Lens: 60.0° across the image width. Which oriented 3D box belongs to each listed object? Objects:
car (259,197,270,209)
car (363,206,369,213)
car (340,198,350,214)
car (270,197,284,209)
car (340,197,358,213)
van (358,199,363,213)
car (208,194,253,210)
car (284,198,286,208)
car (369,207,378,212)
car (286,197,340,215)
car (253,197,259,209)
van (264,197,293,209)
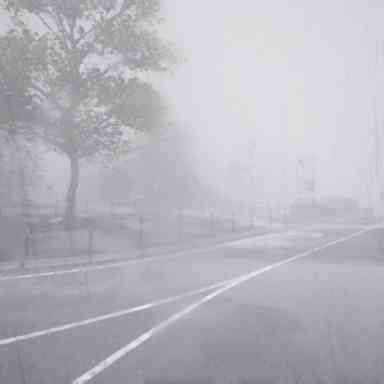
[{"bbox_3d":[8.217,1.494,49.716,5.566,2.045,2.435,1,-1,38],"label":"car"},{"bbox_3d":[22.502,2.053,48.111,4.553,1.767,2.185,1,-2,38],"label":"car"},{"bbox_3d":[15.013,1.750,38.552,5.008,1.535,2.097,1,-1,38],"label":"car"},{"bbox_3d":[11.582,1.952,54.328,5.366,1.575,1.946,1,-2,38],"label":"car"},{"bbox_3d":[16.798,1.587,40.868,5.566,2.045,2.435,1,-1,38],"label":"car"},{"bbox_3d":[20.558,1.833,45.784,4.442,1.987,1.878,1,-2,38],"label":"van"},{"bbox_3d":[4.853,1.326,45.416,5.566,2.045,2.435,1,-1,38],"label":"car"},{"bbox_3d":[13.230,2.060,56.414,5.366,1.575,1.946,1,-2,38],"label":"car"},{"bbox_3d":[24.473,2.303,50.262,5.366,1.575,1.946,1,-2,38],"label":"car"},{"bbox_3d":[13.126,1.533,36.181,4.553,1.767,2.185,1,-1,38],"label":"car"},{"bbox_3d":[6.472,1.658,47.527,4.892,1.521,2.231,1,-1,38],"label":"car"},{"bbox_3d":[15.204,1.961,58.424,4.442,1.987,1.878,1,-2,38],"label":"van"}]
